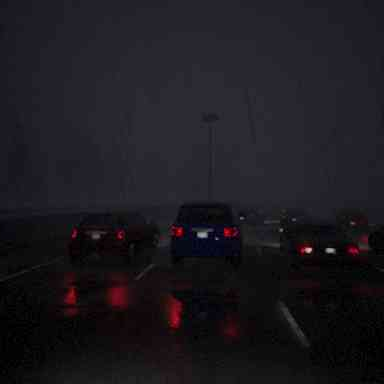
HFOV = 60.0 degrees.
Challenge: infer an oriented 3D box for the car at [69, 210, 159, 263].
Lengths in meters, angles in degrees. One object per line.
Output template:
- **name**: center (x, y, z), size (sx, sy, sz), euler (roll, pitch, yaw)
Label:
- **car**: center (-2.727, 1.465, 12.723), size (2.097, 1.767, 4.553), euler (0, -1, 9)

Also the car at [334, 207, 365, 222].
- **car**: center (10.797, 1.768, 22.758), size (1.812, 1.442, 4.674), euler (0, 0, 21)

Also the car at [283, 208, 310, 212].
- **car**: center (7.478, 1.809, 23.886), size (1.994, 1.385, 4.181), euler (0, -1, 21)

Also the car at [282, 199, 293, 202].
- **car**: center (24.114, 2.283, 77.793), size (4.892, 1.490, 1.837), euler (0, -1, -30)

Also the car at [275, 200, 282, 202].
- **car**: center (22.494, 2.403, 80.892), size (4.718, 1.301, 1.895), euler (0, -1, -30)

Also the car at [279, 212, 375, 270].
- **car**: center (4.168, 1.668, 11.544), size (2.033, 1.411, 5.357), euler (0, -1, 9)

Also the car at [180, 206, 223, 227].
- **car**: center (0.855, 1.851, 26.192), size (1.895, 1.301, 4.718), euler (0, -1, 21)

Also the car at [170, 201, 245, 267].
- **car**: center (0.720, 1.334, 12.140), size (2.150, 2.045, 5.566), euler (0, 0, 9)

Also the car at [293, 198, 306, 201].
- **car**: center (25.735, 2.114, 74.694), size (4.553, 1.767, 2.097), euler (0, -1, -30)

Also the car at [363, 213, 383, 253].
- **car**: center (7.705, 1.653, 11.387), size (1.812, 1.442, 4.674), euler (0, 0, 10)

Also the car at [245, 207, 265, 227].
- **car**: center (4.213, 1.813, 25.143), size (1.994, 1.385, 4.181), euler (0, -1, 21)

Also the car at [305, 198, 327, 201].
- **car**: center (27.303, 2.234, 71.563), size (4.892, 1.490, 1.837), euler (0, -1, -30)
